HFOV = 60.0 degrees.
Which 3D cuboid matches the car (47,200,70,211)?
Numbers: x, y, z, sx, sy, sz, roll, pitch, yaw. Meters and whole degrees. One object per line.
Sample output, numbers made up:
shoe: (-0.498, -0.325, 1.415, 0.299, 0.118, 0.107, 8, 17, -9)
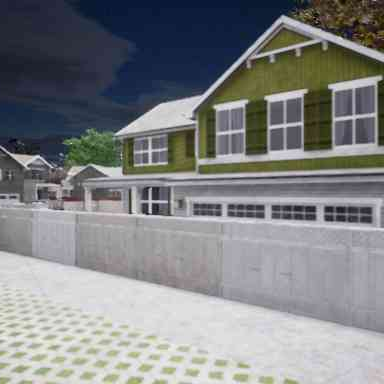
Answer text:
car: (-12.217, 1.532, 31.355, 2.128, 1.511, 4.902, 0, 0, 18)
